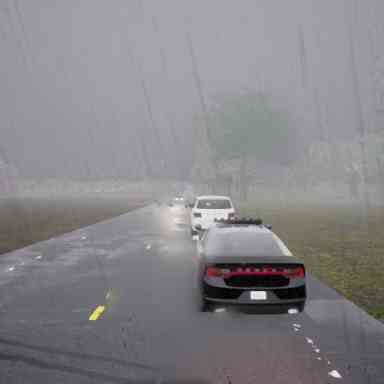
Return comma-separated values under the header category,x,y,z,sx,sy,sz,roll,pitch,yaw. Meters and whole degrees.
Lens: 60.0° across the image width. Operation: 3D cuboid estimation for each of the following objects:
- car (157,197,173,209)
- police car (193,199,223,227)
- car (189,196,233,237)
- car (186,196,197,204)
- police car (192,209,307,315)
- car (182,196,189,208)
category,x,y,z,sx,sy,sz,roll,pitch,yaw
car,-3.654,1.410,45.389,1.882,1.535,5.008,0,0,0
police car,1.021,1.407,23.822,1.930,1.638,5.238,0,0,0
car,1.029,1.212,17.740,2.150,2.045,5.566,0,0,0
car,-0.076,1.482,60.439,1.895,1.301,4.718,0,0,0
police car,1.041,1.421,7.820,1.930,1.638,5.238,0,0,0
car,-0.016,1.480,45.582,2.033,1.411,5.357,0,0,1
